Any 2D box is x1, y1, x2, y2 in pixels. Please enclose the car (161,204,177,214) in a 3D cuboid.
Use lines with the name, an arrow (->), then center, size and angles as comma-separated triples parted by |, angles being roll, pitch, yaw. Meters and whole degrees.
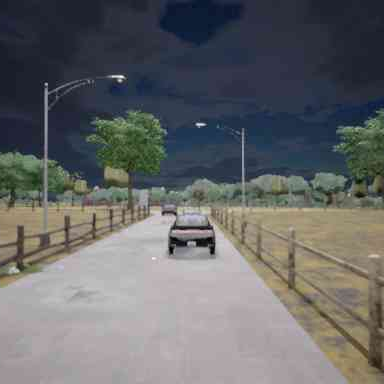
car -> -2.764, 2.238, 41.798 | 2.033, 1.411, 5.357 | 0, -1, 0

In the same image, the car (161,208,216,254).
car -> -0.001, 1.669, 14.331 | 2.128, 1.511, 4.902 | 0, -1, 0

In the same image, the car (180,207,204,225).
car -> -0.007, 2.028, 29.154 | 1.895, 1.301, 4.718 | 0, -1, 0
